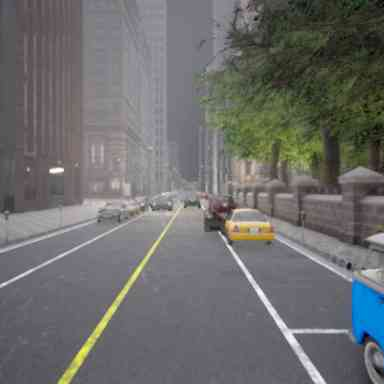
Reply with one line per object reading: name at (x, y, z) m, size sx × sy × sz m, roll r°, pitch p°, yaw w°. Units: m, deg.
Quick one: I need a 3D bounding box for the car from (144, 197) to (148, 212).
car at (-5.773, 1.278, 35.723) m, size 1.967 × 1.590 × 4.097 m, roll 0°, pitch 0°, yaw 0°

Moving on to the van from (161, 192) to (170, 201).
van at (-5.786, 0.978, 73.427) m, size 1.690 × 1.788 × 3.998 m, roll 0°, pitch 0°, yaw 0°

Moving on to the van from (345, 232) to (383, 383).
van at (2.762, 1.331, 2.589) m, size 1.690 × 1.788 × 3.998 m, roll 0°, pitch 0°, yaw 0°

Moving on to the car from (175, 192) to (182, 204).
car at (-1.109, 1.222, 56.335) m, size 2.128 × 1.511 × 4.902 m, roll 0°, pitch 0°, yaw 26°

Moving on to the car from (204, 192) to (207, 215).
car at (2.753, 1.153, 35.735) m, size 2.192 × 1.841 × 5.009 m, roll 0°, pitch 0°, yaw 0°

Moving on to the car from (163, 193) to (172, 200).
car at (-5.788, 1.052, 78.868) m, size 1.967 × 1.590 × 4.097 m, roll 0°, pitch 0°, yaw 0°

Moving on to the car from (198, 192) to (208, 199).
car at (2.736, 0.903, 84.320) m, size 2.192 × 1.841 × 5.009 m, roll 0°, pitch 0°, yaw 0°

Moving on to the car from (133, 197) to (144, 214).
car at (-5.772, 1.394, 30.028) m, size 1.752 × 1.417 × 4.829 m, roll 0°, pitch 0°, yaw 0°

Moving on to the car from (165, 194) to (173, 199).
car at (-5.790, 1.133, 84.309) m, size 1.887 × 1.381 × 4.507 m, roll 0°, pitch 0°, yaw 0°

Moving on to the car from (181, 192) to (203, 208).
car at (0.055, 1.147, 43.491) m, size 2.097 × 1.767 × 4.553 m, roll 0°, pitch 0°, yaw 0°

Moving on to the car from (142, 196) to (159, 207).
car at (-5.777, 1.341, 46.770) m, size 1.947 × 1.339 × 4.313 m, roll 0°, pitch 0°, yaw 0°

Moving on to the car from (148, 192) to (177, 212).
car at (-3.100, 1.188, 35.862) m, size 2.097 × 1.767 × 4.553 m, roll 0°, pitch 0°, yaw 0°

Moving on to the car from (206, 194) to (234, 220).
car at (2.754, 1.183, 30.211) m, size 2.192 × 1.841 × 5.009 m, roll 0°, pitch 0°, yaw 0°

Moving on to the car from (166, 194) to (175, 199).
car at (-5.792, 1.131, 89.750) m, size 1.947 × 1.339 × 4.313 m, roll 0°, pitch 0°, yaw 0°

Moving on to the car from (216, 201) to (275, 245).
car at (2.344, 1.394, 15.101) m, size 1.801 × 1.575 × 5.366 m, roll 0°, pitch 0°, yaw 0°

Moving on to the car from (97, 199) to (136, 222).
car at (-5.771, 1.445, 24.674) m, size 2.008 × 1.369 × 4.403 m, roll 0°, pitch 0°, yaw 0°
